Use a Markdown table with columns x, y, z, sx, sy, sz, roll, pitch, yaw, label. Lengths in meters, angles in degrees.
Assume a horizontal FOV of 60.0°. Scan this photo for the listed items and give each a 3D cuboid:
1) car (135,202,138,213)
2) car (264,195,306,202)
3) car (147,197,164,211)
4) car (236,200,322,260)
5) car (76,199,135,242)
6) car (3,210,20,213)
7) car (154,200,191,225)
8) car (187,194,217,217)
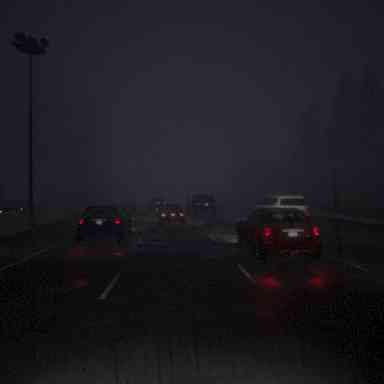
| x | y | z | sx | sy | sz | roll | pitch | yaw | label |
| --- | --- | --- | --- | --- | --- | --- | --- | --- | --- |
| -6.996 | 1.526 | 36.479 | 2.128 | 1.511 | 4.902 | 0 | 0 | -10 | car |
| 5.775 | 1.228 | 22.024 | 2.150 | 2.045 | 5.566 | 0 | 0 | -6 | car |
| -4.423 | 1.386 | 41.447 | 2.097 | 1.767 | 4.553 | 0 | 0 | -11 | car |
| 3.054 | 1.356 | 12.624 | 2.097 | 1.767 | 4.553 | 0 | 0 | -4 | car |
| -4.285 | 1.369 | 16.781 | 2.097 | 1.767 | 4.553 | 0 | 0 | -5 | car |
| -17.304 | 1.572 | 33.477 | 1.812 | 1.442 | 4.674 | 0 | 0 | -11 | car |
| -1.551 | 1.566 | 24.365 | 2.033 | 1.411 | 5.357 | 0 | 0 | -7 | car |
| 0.876 | 1.242 | 32.206 | 2.150 | 2.045 | 5.566 | 0 | 0 | -9 | car |
